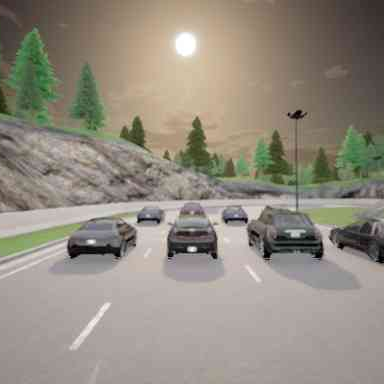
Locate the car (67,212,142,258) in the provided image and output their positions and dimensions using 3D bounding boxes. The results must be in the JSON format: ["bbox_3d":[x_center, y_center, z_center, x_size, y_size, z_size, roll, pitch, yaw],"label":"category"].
[{"bbox_3d":[-3.471,1.715,13.540,1.994,1.385,4.181,0,-1,1],"label":"car"}]

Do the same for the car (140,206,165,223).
[{"bbox_3d":[-3.423,1.879,28.399,1.994,1.385,4.181,0,-1,2],"label":"car"}]

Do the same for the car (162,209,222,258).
[{"bbox_3d":[0.027,1.657,13.479,1.837,1.490,4.892,0,0,1],"label":"car"}]

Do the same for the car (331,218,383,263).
[{"bbox_3d":[7.015,1.686,12.493,2.033,1.411,5.357,0,-1,0],"label":"car"}]

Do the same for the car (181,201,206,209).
[{"bbox_3d":[0.081,1.665,28.404,2.097,1.767,4.553,0,-1,1],"label":"car"}]

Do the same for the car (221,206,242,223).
[{"bbox_3d":[3.584,1.879,28.468,1.994,1.385,4.181,0,-1,1],"label":"car"}]

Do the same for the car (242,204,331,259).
[{"bbox_3d":[3.528,1.500,13.407,2.097,1.767,4.553,0,-1,0],"label":"car"}]

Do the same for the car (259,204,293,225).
[{"bbox_3d":[7.078,1.822,28.475,1.837,1.490,4.892,0,0,2],"label":"car"}]
